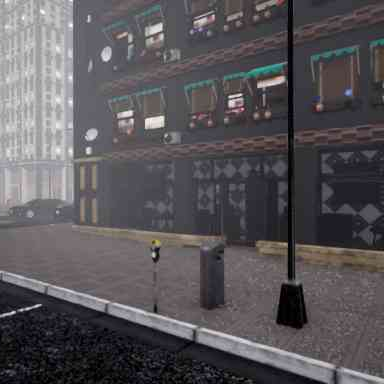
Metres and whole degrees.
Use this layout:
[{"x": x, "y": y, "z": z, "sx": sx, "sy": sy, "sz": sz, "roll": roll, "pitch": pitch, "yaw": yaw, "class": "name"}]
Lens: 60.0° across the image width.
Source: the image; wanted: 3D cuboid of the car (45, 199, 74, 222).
[{"x": -7.336, "y": 1.279, "z": 22.805, "sx": 1.947, "sy": 1.339, "sz": 4.313, "roll": 1, "pitch": 1, "yaw": 35, "class": "car"}]

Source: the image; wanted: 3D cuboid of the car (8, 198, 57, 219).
[{"x": -11.901, "y": 1.238, "z": 26.400, "sx": 1.837, "sy": 1.490, "sz": 4.892, "roll": 0, "pitch": 1, "yaw": 35, "class": "car"}]
